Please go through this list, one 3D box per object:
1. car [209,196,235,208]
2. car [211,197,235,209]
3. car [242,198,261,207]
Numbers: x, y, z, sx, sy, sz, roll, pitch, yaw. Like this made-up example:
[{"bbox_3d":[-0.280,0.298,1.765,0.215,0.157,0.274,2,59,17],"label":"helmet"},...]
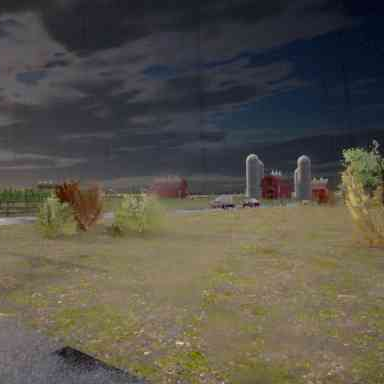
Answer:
[{"bbox_3d":[5.620,1.851,61.273,2.150,2.045,5.566,-1,-1,36],"label":"car"},{"bbox_3d":[5.409,2.014,54.916,2.128,1.511,4.902,-1,-1,36],"label":"car"},{"bbox_3d":[11.417,1.989,63.318,2.097,1.767,4.553,-1,-1,36],"label":"car"}]
